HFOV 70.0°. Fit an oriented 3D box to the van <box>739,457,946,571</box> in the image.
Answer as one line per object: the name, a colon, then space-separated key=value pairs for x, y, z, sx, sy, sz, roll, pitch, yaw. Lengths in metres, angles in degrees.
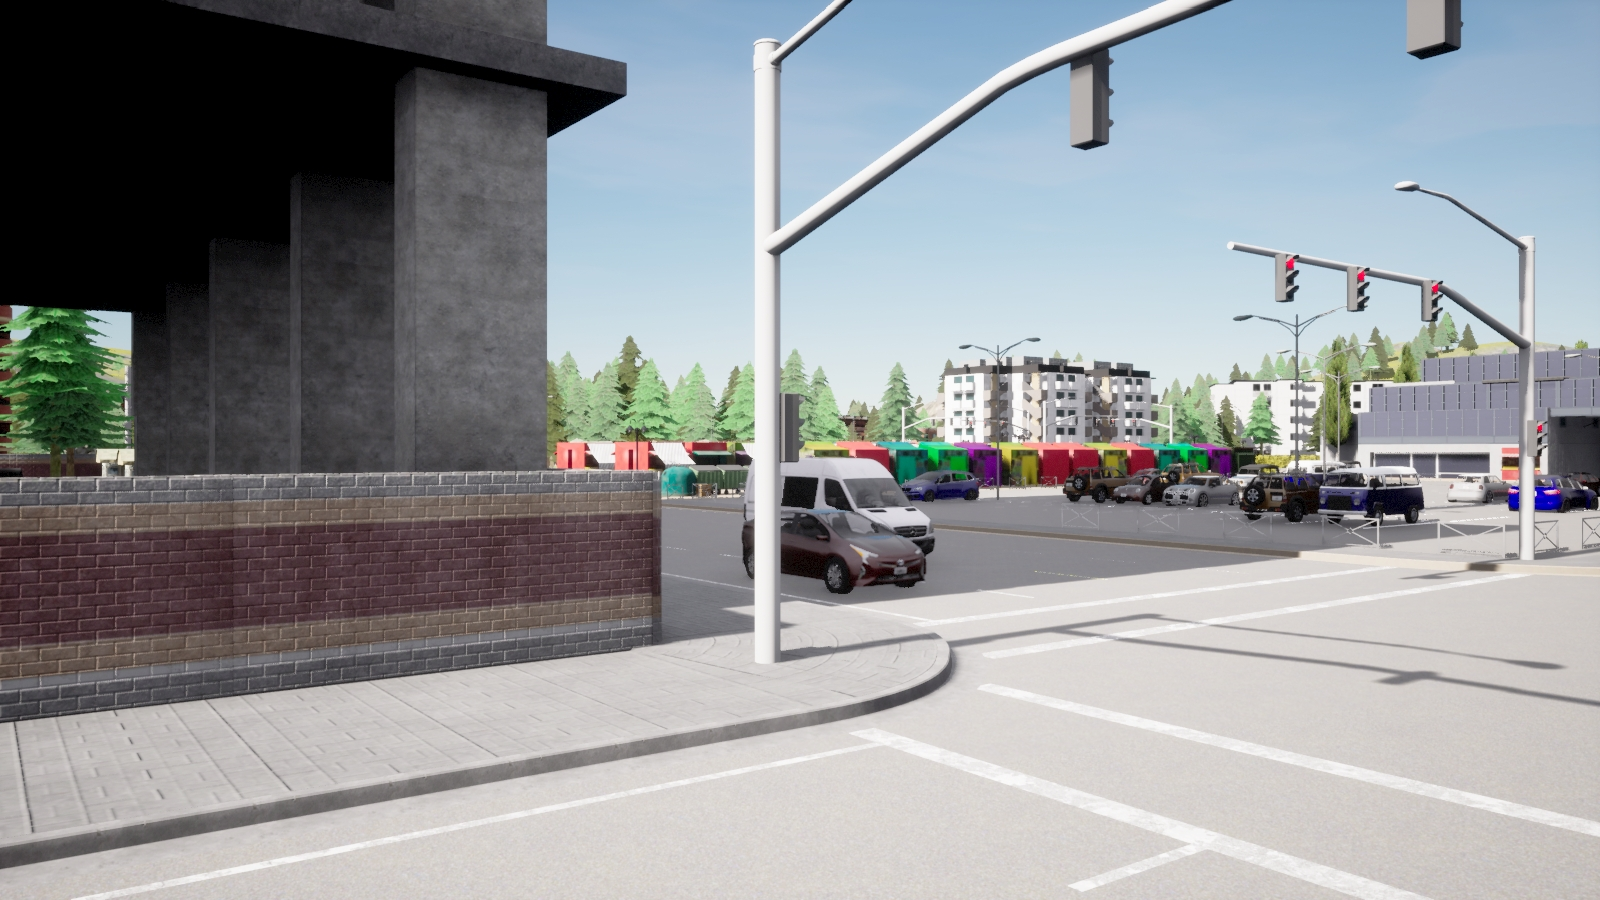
van: x=0.915 y=1.480 z=28.882 sx=1.988 sy=2.561 sz=5.915 roll=0 pitch=0 yaw=-36

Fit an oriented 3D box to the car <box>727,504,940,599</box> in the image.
car: x=0.577 y=1.984 z=23.441 sx=2.007 sy=1.525 sz=4.514 roll=0 pitch=0 yaw=-36
